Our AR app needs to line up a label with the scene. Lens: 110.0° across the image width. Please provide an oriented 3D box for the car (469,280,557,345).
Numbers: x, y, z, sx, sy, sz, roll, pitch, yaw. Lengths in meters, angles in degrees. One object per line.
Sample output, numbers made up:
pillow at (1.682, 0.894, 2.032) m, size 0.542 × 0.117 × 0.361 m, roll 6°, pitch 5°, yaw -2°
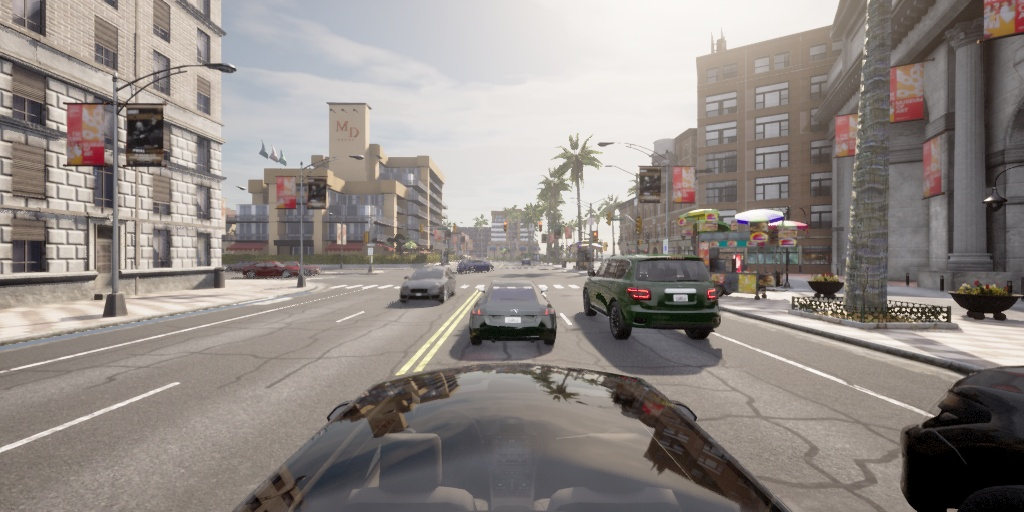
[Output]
car at (0.025, 1.314, 9.539) m, size 1.994 × 1.385 × 4.181 m, roll 0°, pitch 0°, yaw 0°

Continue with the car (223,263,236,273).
car at (-32.709, 1.297, 44.015) m, size 5.357 × 1.411 × 2.033 m, roll 0°, pitch 0°, yaw -1°

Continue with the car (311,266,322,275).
car at (-21.653, 1.276, 35.975) m, size 4.674 × 1.442 × 1.812 m, roll 0°, pitch 0°, yaw -1°

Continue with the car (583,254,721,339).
car at (3.526, 0.971, 10.176) m, size 2.150 × 2.045 × 5.566 m, roll 0°, pitch 0°, yaw 0°

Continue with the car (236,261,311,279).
car at (-21.510, 1.228, 32.454) m, size 5.008 × 1.535 × 1.882 m, roll 0°, pitch 0°, yaw -1°

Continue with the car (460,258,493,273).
car at (-4.298, 1.102, 42.742) m, size 2.097 × 1.767 × 4.553 m, roll 0°, pitch 0°, yaw 40°

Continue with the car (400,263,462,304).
car at (-3.686, 1.255, 16.483) m, size 1.837 × 1.490 × 4.892 m, roll 0°, pitch 0°, yaw -1°
